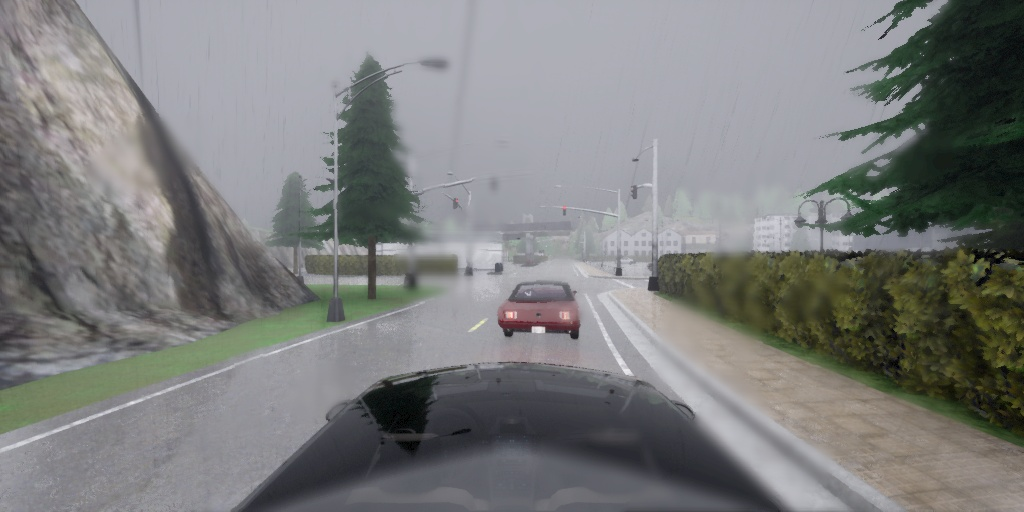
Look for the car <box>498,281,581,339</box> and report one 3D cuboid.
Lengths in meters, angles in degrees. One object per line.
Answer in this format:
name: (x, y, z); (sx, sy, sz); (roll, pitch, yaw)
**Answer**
car: (0.918, 1.351, 10.149); (1.895, 1.301, 4.718); (0, 0, 8)
